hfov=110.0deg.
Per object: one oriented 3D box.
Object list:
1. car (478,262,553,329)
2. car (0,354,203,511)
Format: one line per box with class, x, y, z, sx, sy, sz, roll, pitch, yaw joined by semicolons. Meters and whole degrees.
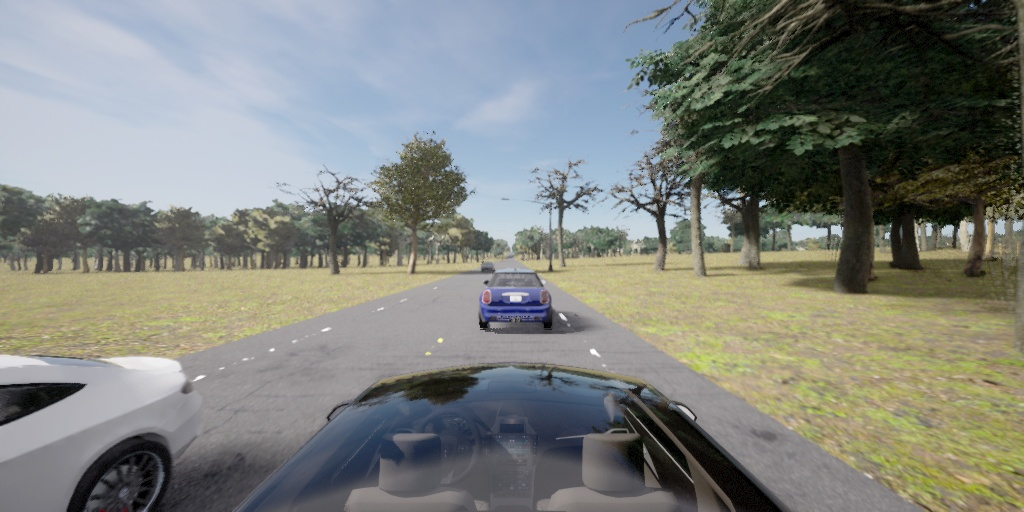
car;0.094;1.202;11.856;2.097;1.767;4.553;0;-1;0
car;-3.600;1.270;1.238;1.812;1.442;4.674;0;-1;0
